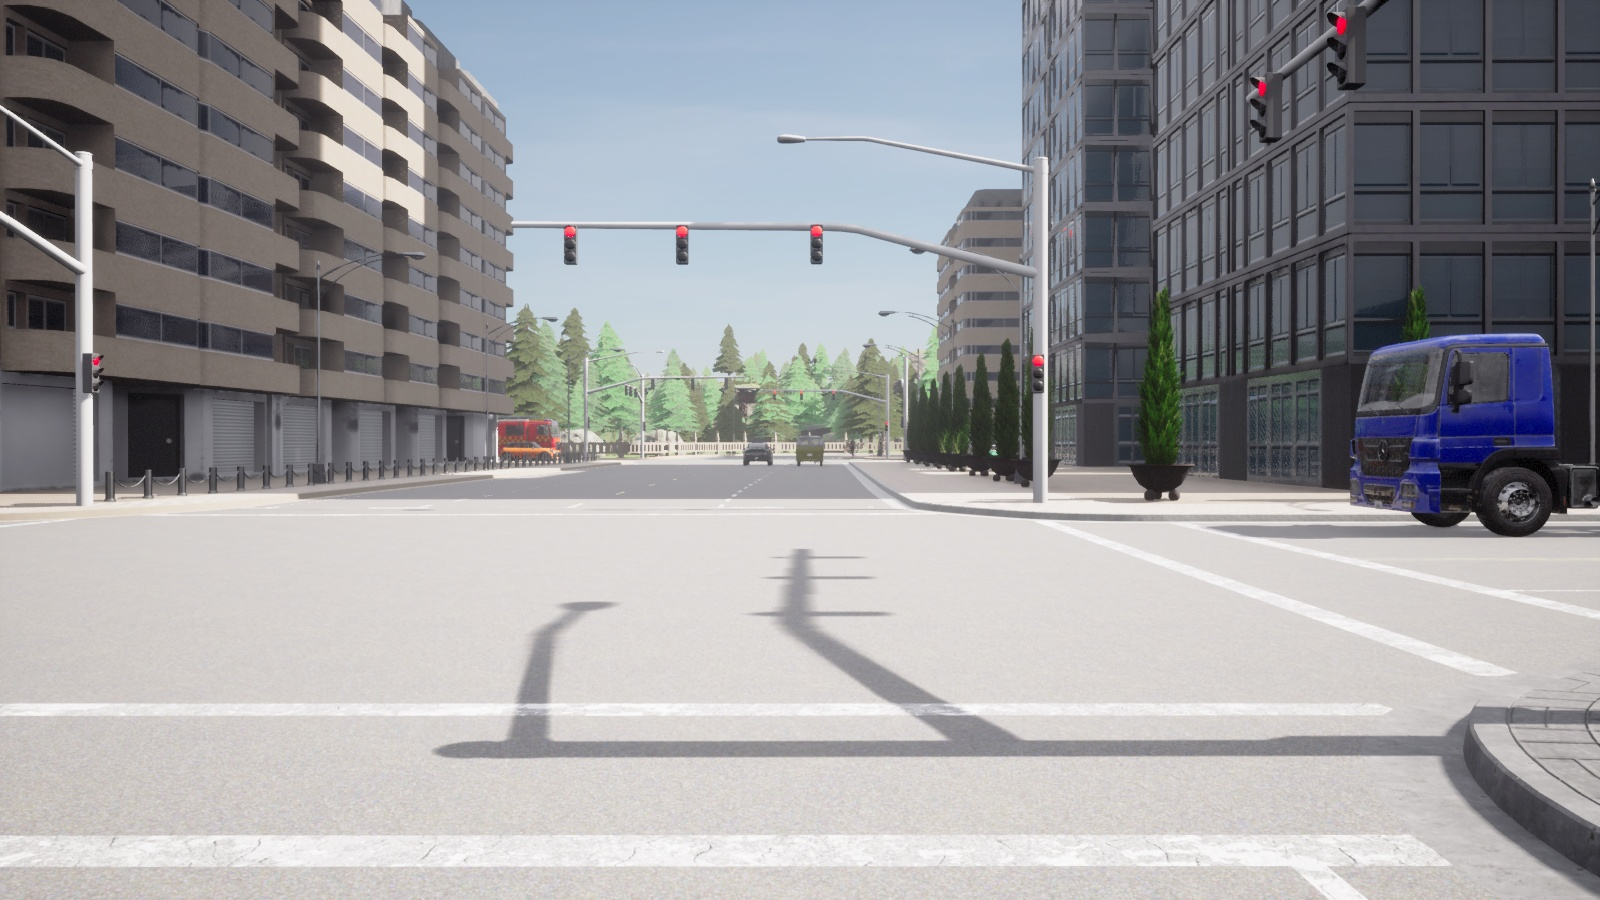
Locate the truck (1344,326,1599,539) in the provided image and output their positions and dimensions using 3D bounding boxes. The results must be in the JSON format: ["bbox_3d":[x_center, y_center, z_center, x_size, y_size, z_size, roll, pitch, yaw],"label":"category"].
[{"bbox_3d":[14.035,-0.292,21.786,7.936,3.462,2.891,0,0,1],"label":"truck"}]

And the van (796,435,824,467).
[{"bbox_3d":[0.655,0.041,81.252,1.775,1.987,4.442,0,0,1],"label":"van"}]

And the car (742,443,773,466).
[{"bbox_3d":[-2.794,0.274,84.086,1.837,1.490,4.892,0,0,1],"label":"car"}]
